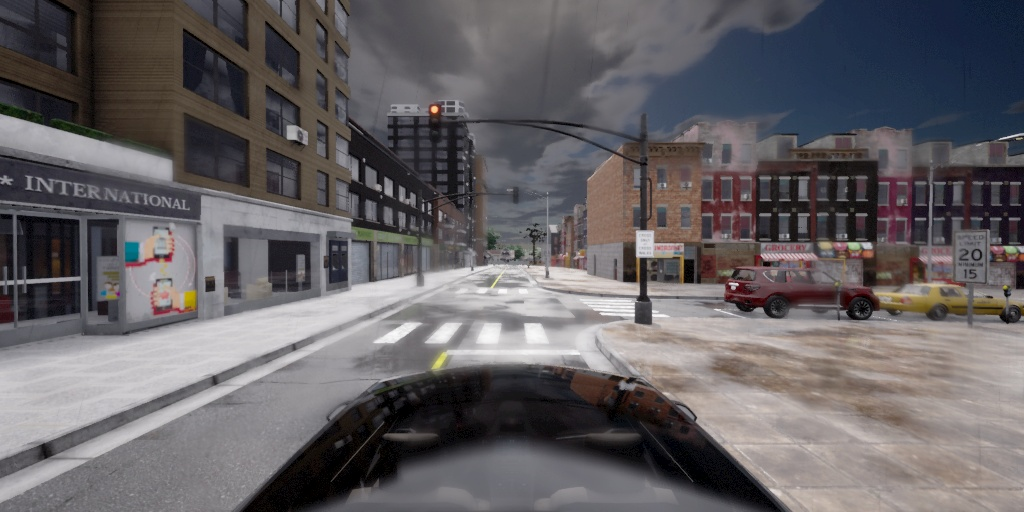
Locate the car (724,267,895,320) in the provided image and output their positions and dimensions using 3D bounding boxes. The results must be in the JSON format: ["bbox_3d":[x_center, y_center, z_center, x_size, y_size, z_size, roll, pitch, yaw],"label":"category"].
[{"bbox_3d":[10.831,1.346,13.677,5.009,1.841,2.192,0,0,0],"label":"car"}]

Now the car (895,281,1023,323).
[{"bbox_3d":[16.546,1.659,13.649,4.829,1.417,1.751,0,0,0],"label":"car"}]
